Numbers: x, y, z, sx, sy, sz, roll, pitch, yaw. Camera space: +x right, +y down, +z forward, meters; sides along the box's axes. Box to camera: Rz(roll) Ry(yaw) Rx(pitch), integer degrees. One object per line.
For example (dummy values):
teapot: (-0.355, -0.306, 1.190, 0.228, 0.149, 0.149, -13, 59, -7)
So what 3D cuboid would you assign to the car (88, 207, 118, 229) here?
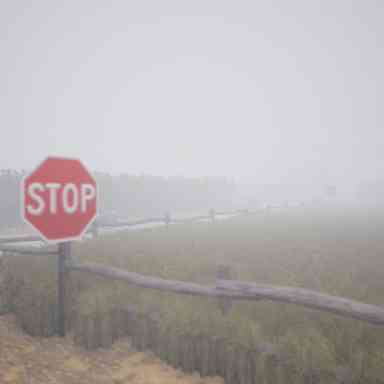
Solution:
car: (-6.593, 1.583, 19.572, 1.837, 1.490, 4.892, 0, 0, 36)

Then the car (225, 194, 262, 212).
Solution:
car: (5.777, 1.239, 36.675, 2.150, 2.045, 5.566, 0, 0, 36)

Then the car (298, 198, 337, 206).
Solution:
car: (16.061, 1.471, 42.209, 4.718, 1.301, 1.895, -2, 0, -12)
